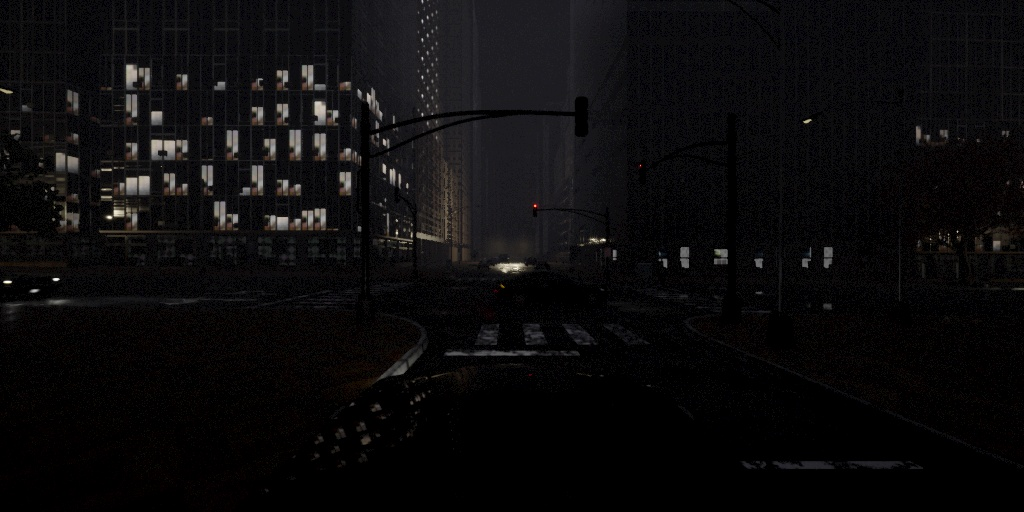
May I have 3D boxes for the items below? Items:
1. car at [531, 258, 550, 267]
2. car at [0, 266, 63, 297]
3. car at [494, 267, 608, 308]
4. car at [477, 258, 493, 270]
[{"bbox_3d":[3.878,1.329,46.557,1.948,1.339,4.313,0,0,0],"label":"car"},{"bbox_3d":[-20.718,0.997,13.817,4.718,1.301,1.895,1,0,-3],"label":"car"},{"bbox_3d":[1.587,1.326,14.878,4.674,1.442,1.812,1,0,-3],"label":"car"},{"bbox_3d":[-4.081,1.342,52.040,1.802,1.307,4.207,0,0,0],"label":"car"}]
